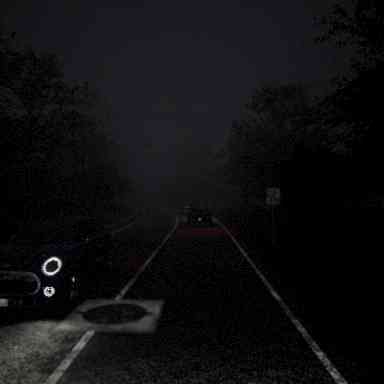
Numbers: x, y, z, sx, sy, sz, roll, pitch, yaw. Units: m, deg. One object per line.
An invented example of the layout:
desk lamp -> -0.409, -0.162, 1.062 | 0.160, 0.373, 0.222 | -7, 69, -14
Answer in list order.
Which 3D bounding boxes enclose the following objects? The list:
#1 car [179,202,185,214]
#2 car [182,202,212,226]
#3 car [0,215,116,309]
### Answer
car -> -0.559, 1.997, 41.944 | 2.128, 1.511, 4.902 | 1, -1, -7
car -> 0.531, 1.797, 26.136 | 2.128, 1.511, 4.902 | 0, -1, -1
car -> -3.431, 1.446, 8.301 | 2.097, 1.767, 4.553 | 0, -1, 2
